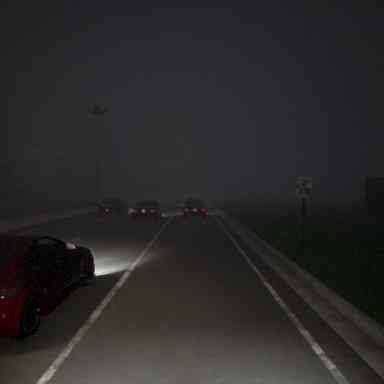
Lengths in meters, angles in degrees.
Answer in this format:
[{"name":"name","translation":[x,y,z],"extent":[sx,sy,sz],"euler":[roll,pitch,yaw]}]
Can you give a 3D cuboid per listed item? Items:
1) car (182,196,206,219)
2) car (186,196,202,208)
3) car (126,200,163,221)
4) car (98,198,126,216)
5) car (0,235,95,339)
[{"name":"car","translation":[0.195,1.332,26.817],"extent":[2.033,1.411,5.357],"euler":[0,0,0]},{"name":"car","translation":[0.233,1.218,43.077],"extent":[1.994,1.385,4.181],"euler":[0,1,1]},{"name":"car","translation":[-3.309,1.342,25.295],"extent":[2.033,1.411,5.357],"euler":[0,0,0]},{"name":"car","translation":[-6.795,1.253,29.100],"extent":[2.128,1.511,4.902],"euler":[0,0,0]},{"name":"car","translation":[-3.361,1.509,6.464],"extent":[1.994,1.385,4.181],"euler":[0,0,0]}]
